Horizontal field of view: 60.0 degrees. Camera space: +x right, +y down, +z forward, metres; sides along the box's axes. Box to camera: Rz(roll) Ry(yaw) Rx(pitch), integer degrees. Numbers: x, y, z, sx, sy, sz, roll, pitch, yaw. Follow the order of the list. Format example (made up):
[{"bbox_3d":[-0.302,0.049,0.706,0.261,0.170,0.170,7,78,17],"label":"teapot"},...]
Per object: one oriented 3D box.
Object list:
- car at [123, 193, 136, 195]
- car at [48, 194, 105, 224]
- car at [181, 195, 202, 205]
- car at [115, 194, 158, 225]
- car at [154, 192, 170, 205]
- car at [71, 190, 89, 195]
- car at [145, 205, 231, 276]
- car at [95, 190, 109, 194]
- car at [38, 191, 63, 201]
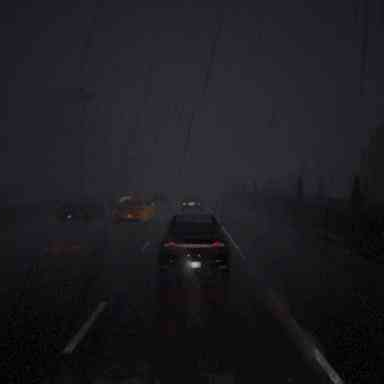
[{"bbox_3d":[-7.025,0.787,37.784,1.812,1.442,4.674,0,1,0],"label":"car"},{"bbox_3d":[-6.977,1.140,21.316,2.128,1.511,4.902,0,1,0],"label":"car"},{"bbox_3d":[-0.008,0.984,30.285,2.033,1.411,5.357,0,1,0],"label":"car"},{"bbox_3d":[-3.473,1.136,20.908,1.882,1.535,5.008,0,1,0],"label":"car"},{"bbox_3d":[-3.533,0.762,37.425,2.128,1.511,4.902,0,1,0],"label":"car"},{"bbox_3d":[-17.761,0.413,52.905,1.837,1.490,4.892,0,1,0],"label":"car"},{"bbox_3d":[0.053,1.405,10.090,2.128,1.511,4.902,0,1,0],"label":"car"},{"bbox_3d":[-14.264,0.437,52.681,1.812,1.442,4.674,0,1,0],"label":"car"},{"bbox_3d":[-21.261,0.512,50.440,2.033,1.411,5.357,0,1,0],"label":"car"}]
